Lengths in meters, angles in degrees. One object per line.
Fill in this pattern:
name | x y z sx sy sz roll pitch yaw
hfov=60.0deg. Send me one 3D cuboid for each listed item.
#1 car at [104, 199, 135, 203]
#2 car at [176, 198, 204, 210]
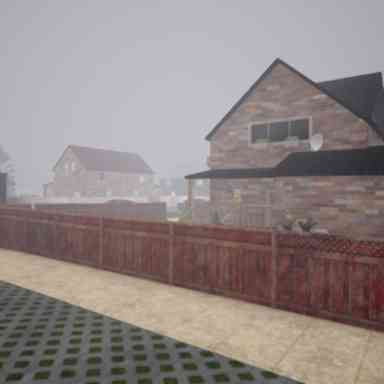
car | -7.121 1.412 31.068 1.837 1.490 4.892 1 0 35
car | -0.002 1.492 41.039 1.837 1.490 4.892 1 0 36
